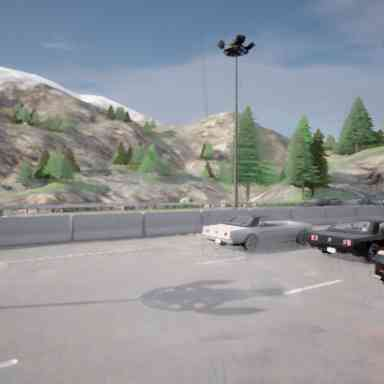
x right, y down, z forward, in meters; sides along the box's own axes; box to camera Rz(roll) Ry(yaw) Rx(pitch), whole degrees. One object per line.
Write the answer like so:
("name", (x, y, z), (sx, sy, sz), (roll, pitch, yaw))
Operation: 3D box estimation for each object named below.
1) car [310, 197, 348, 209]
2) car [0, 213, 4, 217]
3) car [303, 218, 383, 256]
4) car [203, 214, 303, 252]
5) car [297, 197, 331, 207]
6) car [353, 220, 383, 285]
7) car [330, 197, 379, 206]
("car", (18.606, 1.450, 45.195), (4.892, 1.490, 1.837), (0, 0, -21))
("car", (-12.092, 1.472, 16.761), (4.674, 1.442, 1.812), (0, 0, -35))
("car", (6.417, 1.588, 11.872), (4.718, 1.301, 1.895), (0, 0, -31))
("car", (2.880, 1.578, 13.833), (4.718, 1.301, 1.895), (0, 0, -32))
("car", (15.226, 1.495, 40.062), (5.357, 1.411, 2.033), (0, 0, -23))
("car", (6.200, 1.486, 7.634), (4.902, 1.511, 2.128), (0, 0, -32))
("car", (18.844, 1.506, 37.794), (5.357, 1.411, 2.033), (0, 0, -23))
